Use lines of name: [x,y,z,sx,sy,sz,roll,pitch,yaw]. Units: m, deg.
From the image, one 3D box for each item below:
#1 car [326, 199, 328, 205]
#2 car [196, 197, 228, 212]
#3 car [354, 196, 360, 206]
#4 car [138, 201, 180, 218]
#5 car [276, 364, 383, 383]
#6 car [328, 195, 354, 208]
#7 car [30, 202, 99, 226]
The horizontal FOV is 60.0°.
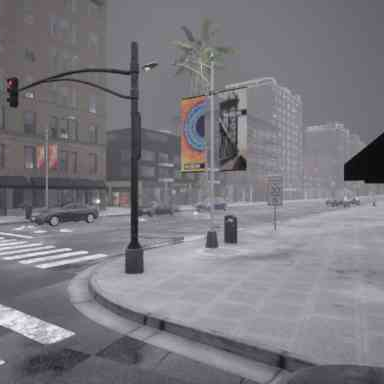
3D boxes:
car: [26.363,1.710,62.051,1.994,1.385,4.181,0,0,35]
car: [2.362,1.403,39.523,2.097,1.767,4.553,0,0,35]
car: [29.172,1.503,60.385,2.097,1.767,4.553,0,0,33]
car: [-3.278,1.578,31.509,2.033,1.411,5.357,0,0,35]
car: [2.252,1.551,1.245,4.403,1.369,2.008,0,0,35]
car: [23.502,1.474,52.325,2.097,1.767,4.553,0,0,35]
car: [-8.891,1.519,23.523,1.837,1.490,4.892,0,0,35]
